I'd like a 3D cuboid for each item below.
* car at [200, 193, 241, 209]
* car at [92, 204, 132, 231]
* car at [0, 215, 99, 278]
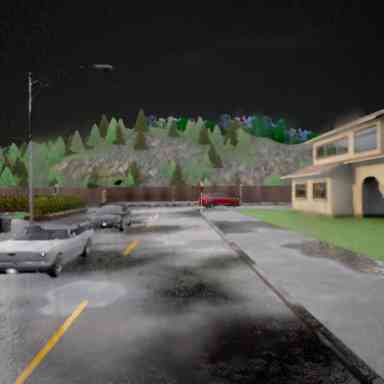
[{"bbox_3d":[3.807,1.137,45.201,5.566,2.045,2.150,-1,-1,-18],"label":"car"},{"bbox_3d":[-4.919,1.527,20.723,1.837,1.490,4.892,-1,0,-2],"label":"car"},{"bbox_3d":[-4.492,1.631,10.336,1.895,1.301,4.718,-1,0,-2],"label":"car"}]
